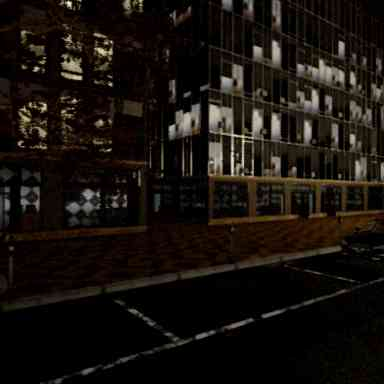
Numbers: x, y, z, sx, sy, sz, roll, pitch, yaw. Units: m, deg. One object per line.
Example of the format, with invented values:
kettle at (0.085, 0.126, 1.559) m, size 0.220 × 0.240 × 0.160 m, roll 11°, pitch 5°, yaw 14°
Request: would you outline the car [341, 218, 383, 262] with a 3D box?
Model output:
car at (6.888, 1.577, 11.471) m, size 4.403 × 1.369 × 2.008 m, roll 0°, pitch 0°, yaw -36°
